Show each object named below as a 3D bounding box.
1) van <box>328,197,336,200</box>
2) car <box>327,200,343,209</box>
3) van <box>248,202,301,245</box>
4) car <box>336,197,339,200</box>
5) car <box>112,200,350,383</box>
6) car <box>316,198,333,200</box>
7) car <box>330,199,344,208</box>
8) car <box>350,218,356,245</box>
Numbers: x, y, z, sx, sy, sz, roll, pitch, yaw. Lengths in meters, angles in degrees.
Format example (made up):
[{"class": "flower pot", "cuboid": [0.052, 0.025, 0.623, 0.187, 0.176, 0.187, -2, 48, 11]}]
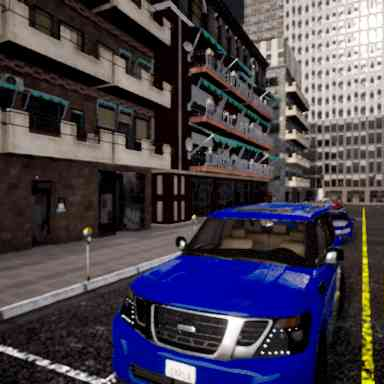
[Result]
[{"class": "van", "cuboid": [14.463, 1.597, 36.566, 1.690, 1.788, 3.998, -1, -1, 27]}, {"class": "car", "cuboid": [22.092, 1.932, 51.361, 1.947, 1.339, 4.313, -1, -1, 27]}, {"class": "van", "cuboid": [4.293, 1.448, 16.838, 1.690, 1.788, 3.998, -1, -1, 27]}, {"class": "car", "cuboid": [19.548, 1.644, 46.431, 2.192, 1.841, 5.009, -1, -1, 27]}, {"class": "car", "cuboid": [1.184, 1.254, 5.388, 2.150, 2.045, 5.566, 0, 0, 28]}, {"class": "car", "cuboid": [11.921, 1.659, 31.633, 1.967, 1.590, 4.097, -1, -1, 27]}, {"class": "car", "cuboid": [24.634, 1.947, 56.293, 1.887, 1.381, 4.507, -1, -1, 27]}, {"class": "car", "cuboid": [6.983, 1.644, 16.429, 1.812, 1.442, 4.674, 0, 0, 27]}]
